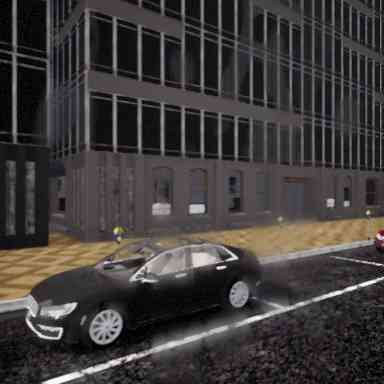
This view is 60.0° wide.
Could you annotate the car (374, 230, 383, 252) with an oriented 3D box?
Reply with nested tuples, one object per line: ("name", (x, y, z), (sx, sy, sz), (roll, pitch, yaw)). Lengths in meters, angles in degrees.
("car", (8.673, 1.580, 12.745), (4.206, 1.307, 1.802), (0, 0, -35))

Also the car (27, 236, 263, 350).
("car", (-0.596, 1.550, 6.135), (4.403, 1.369, 2.008), (0, 0, -35))
